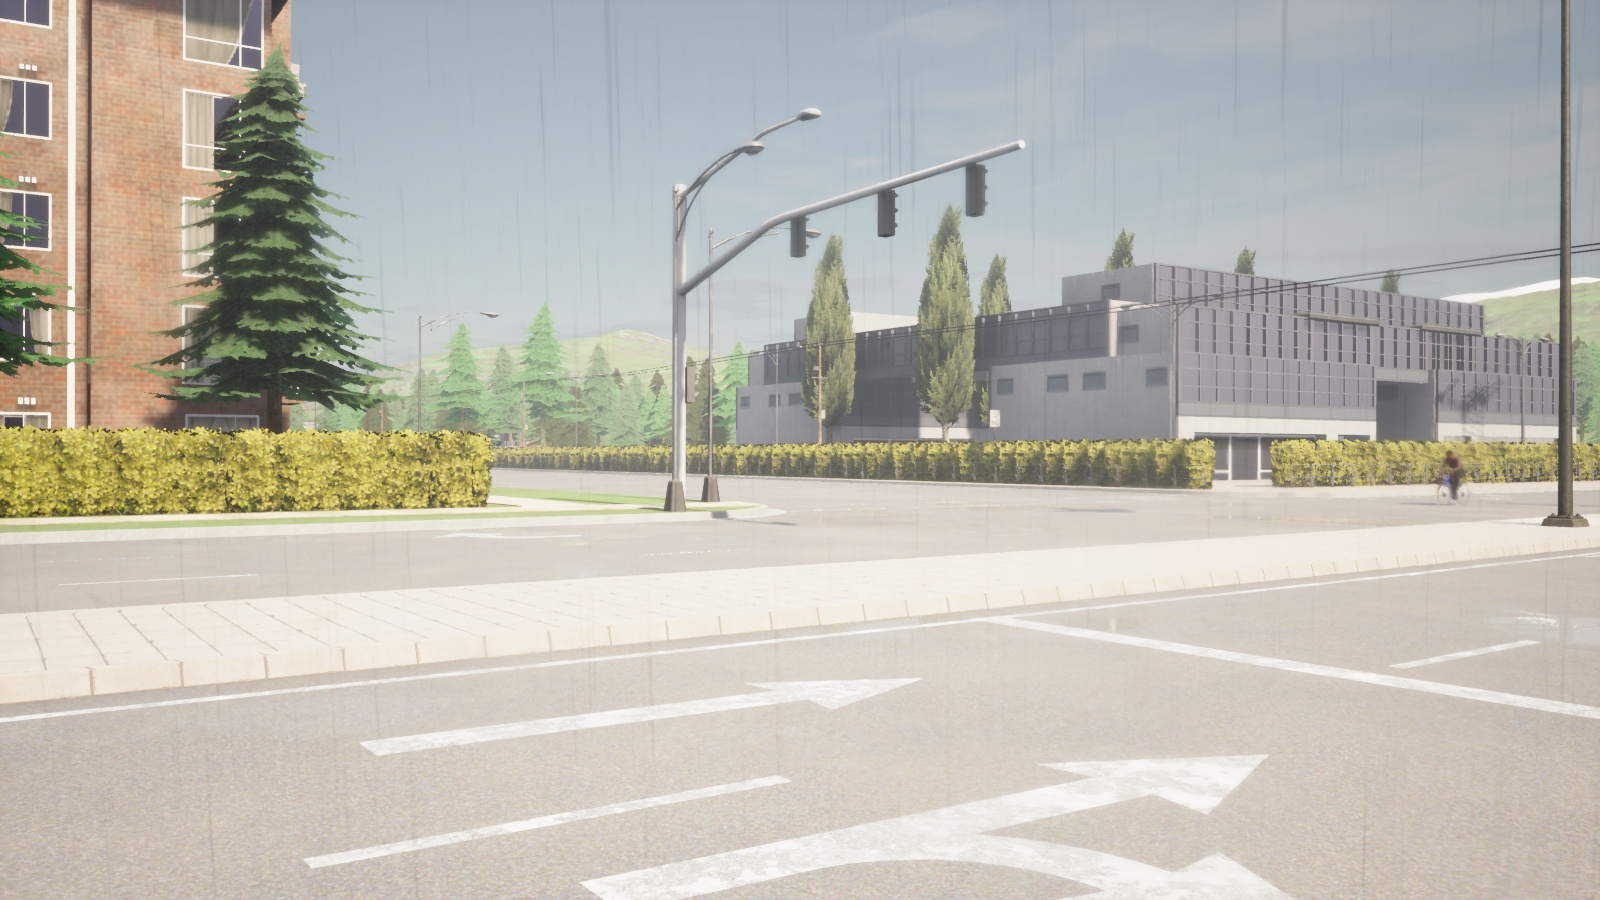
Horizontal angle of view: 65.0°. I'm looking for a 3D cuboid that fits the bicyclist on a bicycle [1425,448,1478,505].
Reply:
[{"bbox_3d":[18.818,0.746,36.245,1.656,1.620,0.582,0,0,-32],"label":"bicyclist on a bicycle"}]
